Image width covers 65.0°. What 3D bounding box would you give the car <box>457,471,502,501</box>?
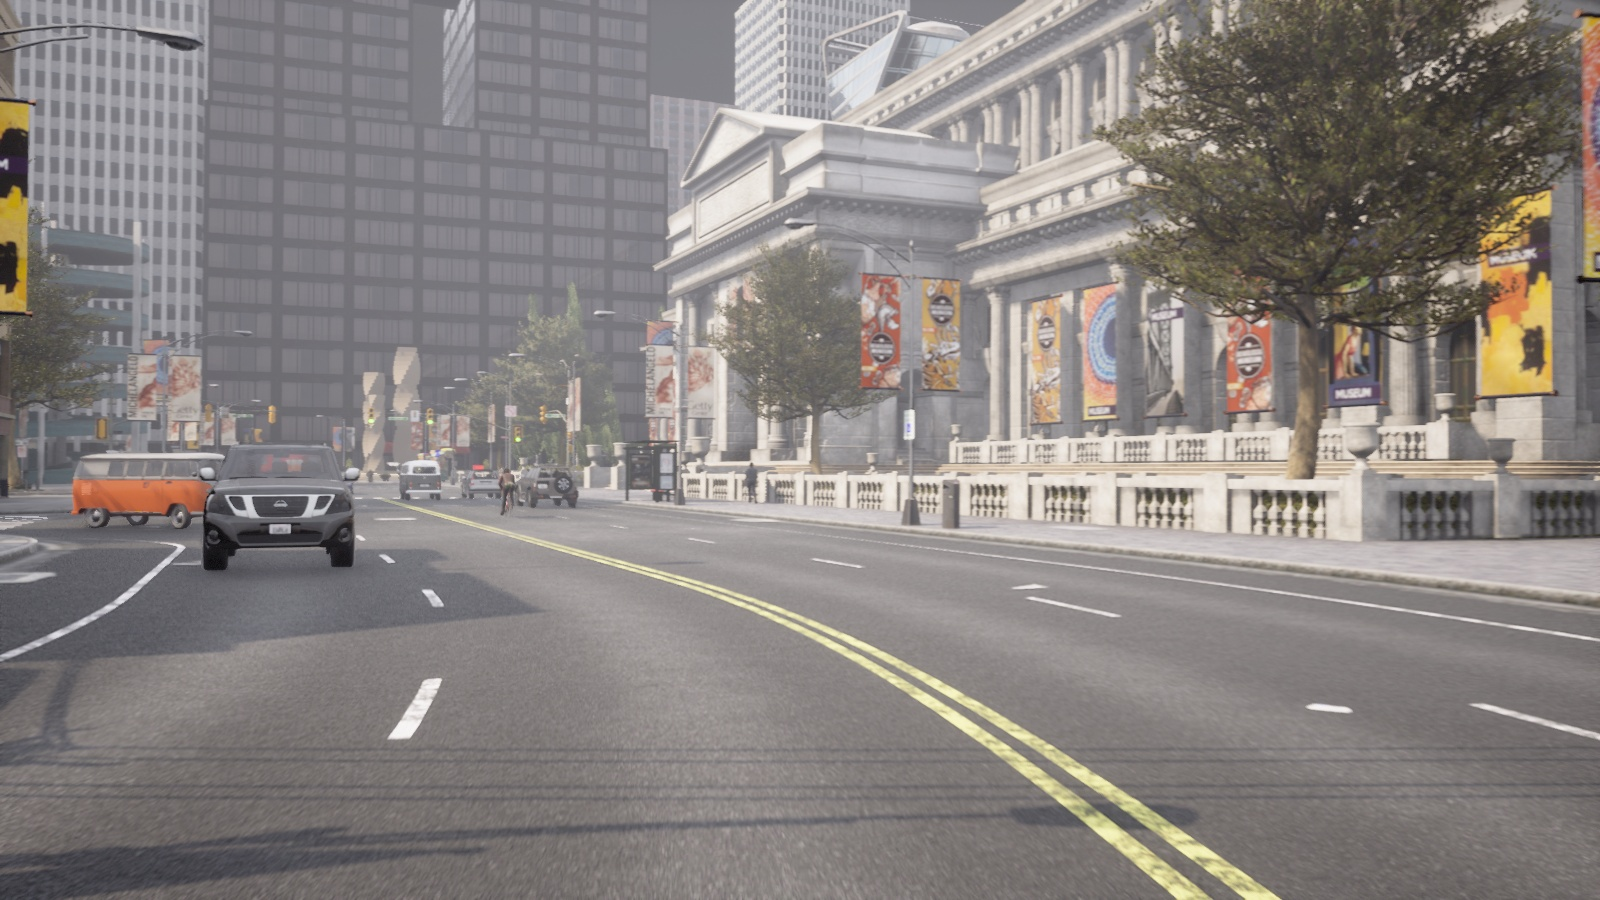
[{"bbox_3d":[-17.789,1.963,69.546,1.851,1.617,3.988,0,-1,-23],"label":"car"}]

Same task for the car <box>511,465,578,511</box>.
[{"bbox_3d":[-10.843,1.573,53.083,1.932,1.855,4.605,0,-1,-23],"label":"car"}]

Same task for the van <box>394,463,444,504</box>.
[{"bbox_3d":[-19.953,1.734,65.673,2.069,2.038,4.480,0,-1,-23],"label":"van"}]

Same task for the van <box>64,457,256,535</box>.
[{"bbox_3d":[-16.970,1.208,33.366,4.442,1.987,1.775,-1,-1,14],"label":"van"}]

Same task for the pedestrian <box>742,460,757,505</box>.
[{"bbox_3d":[-2.174,1.391,54.265,0.423,1.949,0.788,0,-1,-19],"label":"pedestrian"}]

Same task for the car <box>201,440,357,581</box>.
[{"bbox_3d":[-8.794,0.932,21.278,2.150,2.045,5.566,0,-1,-22],"label":"car"}]
